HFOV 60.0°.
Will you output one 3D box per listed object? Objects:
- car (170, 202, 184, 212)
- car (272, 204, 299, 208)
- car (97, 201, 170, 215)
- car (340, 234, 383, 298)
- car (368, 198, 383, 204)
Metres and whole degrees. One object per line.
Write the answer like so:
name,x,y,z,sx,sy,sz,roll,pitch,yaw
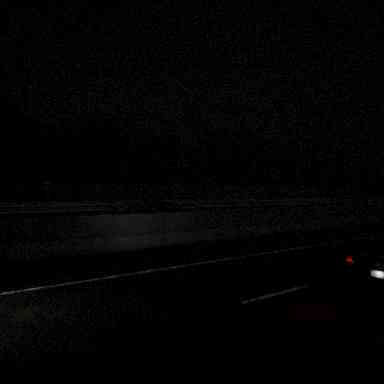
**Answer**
car,-2.966,1.519,27.645,4.892,1.490,1.837,1,0,-35
car,7.111,1.622,26.168,4.718,1.301,1.895,0,0,-35
car,-4.155,1.534,22.513,4.674,1.442,1.812,0,0,-35
car,5.281,1.574,7.638,4.181,1.385,1.994,0,0,-35
car,28.238,1.650,49.853,4.674,1.442,1.812,1,0,-35
